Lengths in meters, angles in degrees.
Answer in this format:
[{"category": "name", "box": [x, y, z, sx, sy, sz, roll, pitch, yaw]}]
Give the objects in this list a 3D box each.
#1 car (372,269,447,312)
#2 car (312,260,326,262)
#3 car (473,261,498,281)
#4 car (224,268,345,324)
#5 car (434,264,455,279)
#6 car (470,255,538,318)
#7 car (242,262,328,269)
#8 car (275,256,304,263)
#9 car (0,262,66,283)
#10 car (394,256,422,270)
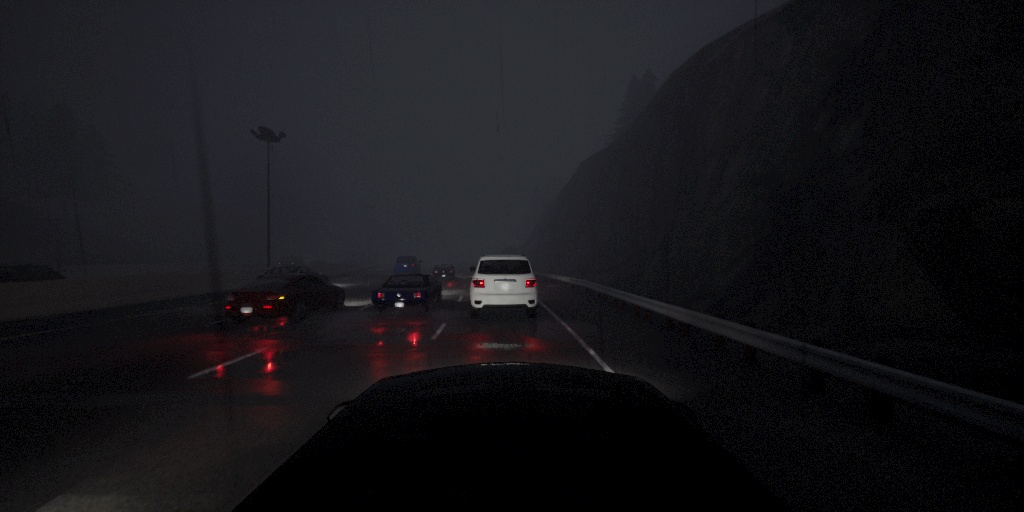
[{"category": "car", "box": [-3.953, 1.359, 14.346, 1.895, 1.301, 4.718, 0, 0, -4]}, {"category": "car", "box": [-29.059, 1.288, 53.814, 1.882, 1.535, 5.008, 0, 0, -14]}, {"category": "car", "box": [-2.425, 1.259, 31.468, 1.837, 1.490, 4.892, 0, 0, -9]}, {"category": "car", "box": [-7.314, 1.291, 12.002, 1.812, 1.442, 4.674, 0, 0, -3]}, {"category": "car", "box": [-6.046, 1.363, 32.109, 1.895, 1.301, 4.718, 0, 0, -9]}, {"category": "car", "box": [-0.375, 0.972, 13.268, 2.150, 2.045, 5.566, 0, 0, -4]}, {"category": "car", "box": [-11.381, 1.265, 18.934, 2.128, 1.511, 4.902, 0, 0, -5]}, {"category": "car", "box": [-32.424, 1.039, 52.875, 2.150, 2.045, 5.566, 0, 0, -14]}, {"category": "car", "box": [-21.756, 1.148, 14.847, 2.097, 1.767, 4.553, 0, 0, -5]}, {"category": "car", "box": [-10.108, 0.992, 34.979, 2.150, 2.045, 5.566, 0, 0, -10]}]
